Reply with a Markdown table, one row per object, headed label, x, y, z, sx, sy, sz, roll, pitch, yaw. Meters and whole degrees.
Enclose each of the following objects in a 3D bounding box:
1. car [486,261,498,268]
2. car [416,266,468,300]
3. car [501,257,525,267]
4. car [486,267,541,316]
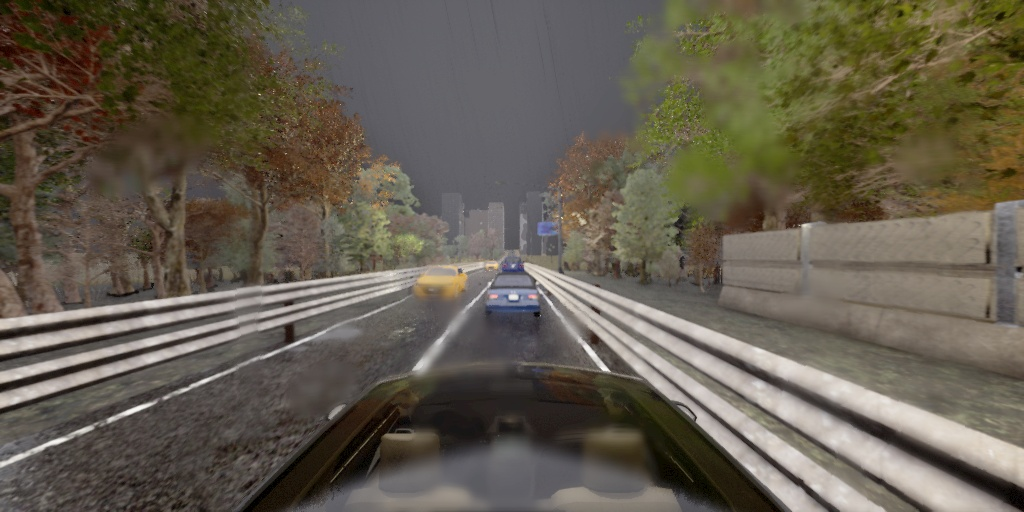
| label | x | y | z | sx | sy | sz | roll | pitch | yaw |
| --- | --- | --- | --- | --- | --- | --- | --- | --- | --- |
| car | -3.308 | 1.641 | 59.548 | 1.882 | 1.535 | 5.008 | 0 | -1 | 0 |
| car | -3.349 | 1.231 | 17.919 | 1.882 | 1.535 | 5.008 | 0 | 0 | 0 |
| car | 0.100 | 1.110 | 36.638 | 2.150 | 2.045 | 5.566 | 0 | -1 | 0 |
| car | 0.054 | 1.289 | 13.304 | 2.033 | 1.411 | 5.357 | 0 | 0 | 0 |
